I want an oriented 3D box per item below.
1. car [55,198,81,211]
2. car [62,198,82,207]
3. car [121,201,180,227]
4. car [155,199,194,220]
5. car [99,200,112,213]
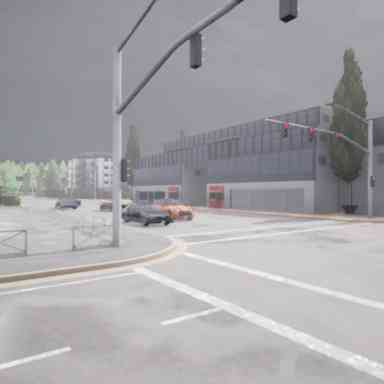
[{"bbox_3d":[-16.094,1.556,42.337,2.033,1.411,5.357,0,0,-34],"label":"car"},{"bbox_3d":[-19.364,1.654,53.638,1.895,1.301,4.718,0,0,-34],"label":"car"},{"bbox_3d":[-3.331,1.555,23.401,2.033,1.411,5.357,0,0,-35],"label":"car"},{"bbox_3d":[-1.751,1.362,27.293,2.097,1.767,4.553,0,0,-34],"label":"car"},{"bbox_3d":[-8.972,1.611,37.992,1.895,1.301,4.718,0,0,-34],"label":"car"}]
